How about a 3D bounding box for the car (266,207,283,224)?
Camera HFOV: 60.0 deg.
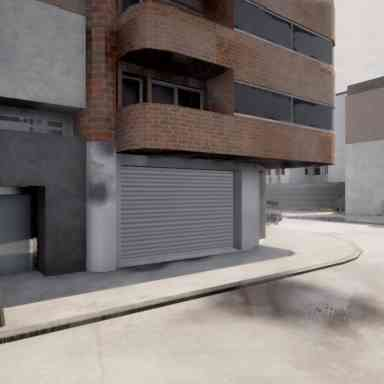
[{"bbox_3d":[4.292,1.478,24.284,1.882,1.535,5.008,0,0,-36],"label":"car"}]
